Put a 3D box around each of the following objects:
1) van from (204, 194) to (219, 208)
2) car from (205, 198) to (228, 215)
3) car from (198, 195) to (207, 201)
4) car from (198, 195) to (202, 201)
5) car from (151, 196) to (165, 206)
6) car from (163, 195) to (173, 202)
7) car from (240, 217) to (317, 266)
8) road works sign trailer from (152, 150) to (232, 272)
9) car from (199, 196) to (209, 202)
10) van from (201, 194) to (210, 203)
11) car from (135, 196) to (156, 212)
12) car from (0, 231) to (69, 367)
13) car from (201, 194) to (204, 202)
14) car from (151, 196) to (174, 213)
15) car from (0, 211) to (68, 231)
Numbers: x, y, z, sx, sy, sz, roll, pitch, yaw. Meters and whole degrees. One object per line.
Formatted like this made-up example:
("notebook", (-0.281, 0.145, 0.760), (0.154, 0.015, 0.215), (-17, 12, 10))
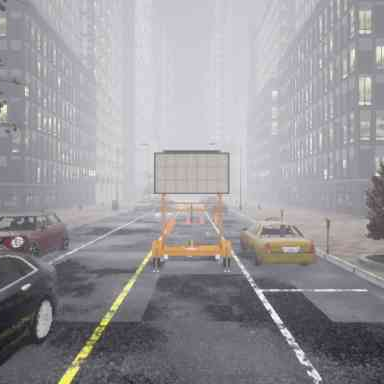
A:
("van", (2.661, 1.331, 39.612), (1.690, 1.788, 3.998), (0, 0, 0))
("car", (2.665, 1.558, 33.919), (1.947, 1.339, 4.313), (0, 0, 0))
("car", (2.634, 1.514, 85.150), (2.008, 1.369, 4.403), (0, 0, 0))
("car", (2.648, 1.562, 62.380), (1.802, 1.307, 4.206), (0, 0, 0))
("car", (-5.730, 1.423, 56.698), (1.967, 1.590, 4.097), (0, 0, 0))
("car", (-5.743, 1.534, 79.465), (1.947, 1.339, 4.313), (0, 0, 0))
("car", (2.679, 1.524, 11.322), (1.752, 1.417, 4.829), (0, 0, 0))
("road works sign trailer", (-0.008, 0.463, 10.729), (2.380, 3.560, 2.880), (0, 0, 0))
("car", (2.641, 1.517, 73.765), (1.887, 1.381, 4.507), (0, 0, 0))
("van", (2.644, 1.318, 68.073), (1.690, 1.788, 3.998), (0, 0, 0))
("car", (-5.719, 1.516, 39.452), (1.752, 1.417, 4.829), (0, 0, 0))
("car", (-3.103, 1.504, 3.577), (1.837, 1.490, 4.892), (0, 0, 0))
("car", (2.658, 1.428, 45.305), (1.967, 1.590, 4.097), (0, 0, 0))
("car", (-3.024, 1.538, 37.470), (2.033, 1.411, 5.357), (0, 0, 0))
("car", (-5.702, 1.439, 11.162), (1.967, 1.590, 4.097), (0, 0, 0))
